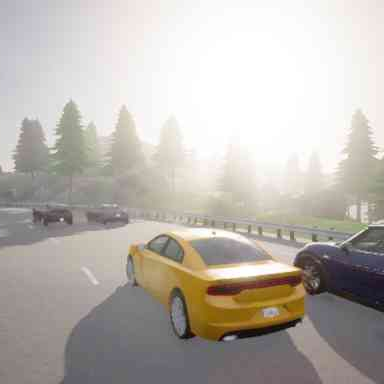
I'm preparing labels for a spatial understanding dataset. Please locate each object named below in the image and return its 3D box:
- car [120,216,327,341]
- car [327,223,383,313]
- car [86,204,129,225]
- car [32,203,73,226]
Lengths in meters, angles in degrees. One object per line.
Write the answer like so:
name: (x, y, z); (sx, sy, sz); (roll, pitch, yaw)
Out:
car: (0.060, 1.480, 6.777); (1.882, 1.535, 5.008); (0, 0, -24)
car: (4.032, 1.355, 6.322); (2.097, 1.767, 4.553); (0, 0, -22)
car: (-6.230, 1.572, 24.304); (1.994, 1.385, 4.181); (0, 0, -36)
car: (-9.856, 1.512, 23.349); (1.837, 1.490, 4.892); (0, 0, -37)
